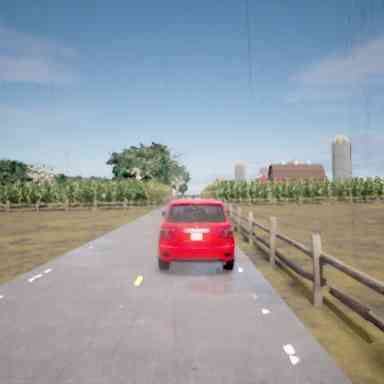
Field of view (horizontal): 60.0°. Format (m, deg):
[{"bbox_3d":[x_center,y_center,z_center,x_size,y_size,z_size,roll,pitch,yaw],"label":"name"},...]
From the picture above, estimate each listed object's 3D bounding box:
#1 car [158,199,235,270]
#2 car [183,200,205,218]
[{"bbox_3d":[0.128,1.224,11.178,2.150,2.045,5.566,0,0,0],"label":"car"},{"bbox_3d":[0.184,1.488,30.348,1.837,1.490,4.892,0,0,0],"label":"car"}]
